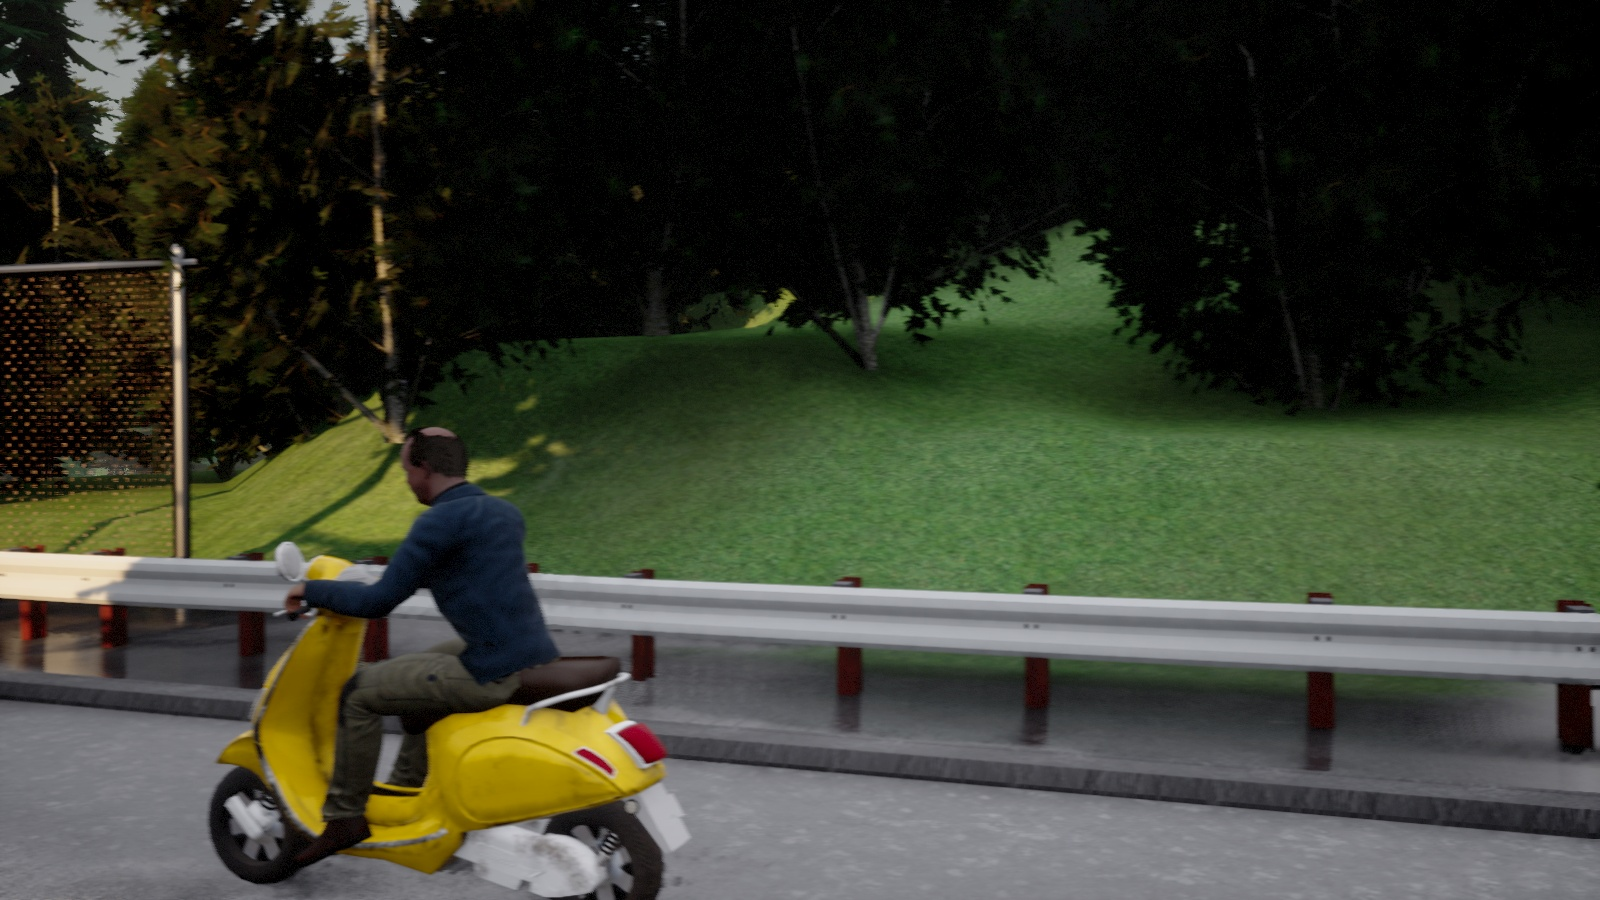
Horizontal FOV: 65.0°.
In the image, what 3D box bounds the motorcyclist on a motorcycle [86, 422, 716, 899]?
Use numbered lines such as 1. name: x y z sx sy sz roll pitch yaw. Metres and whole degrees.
1. motorcyclist on a motorcycle: -1.288 0.709 4.150 1.817 1.590 0.866 1 1 19
